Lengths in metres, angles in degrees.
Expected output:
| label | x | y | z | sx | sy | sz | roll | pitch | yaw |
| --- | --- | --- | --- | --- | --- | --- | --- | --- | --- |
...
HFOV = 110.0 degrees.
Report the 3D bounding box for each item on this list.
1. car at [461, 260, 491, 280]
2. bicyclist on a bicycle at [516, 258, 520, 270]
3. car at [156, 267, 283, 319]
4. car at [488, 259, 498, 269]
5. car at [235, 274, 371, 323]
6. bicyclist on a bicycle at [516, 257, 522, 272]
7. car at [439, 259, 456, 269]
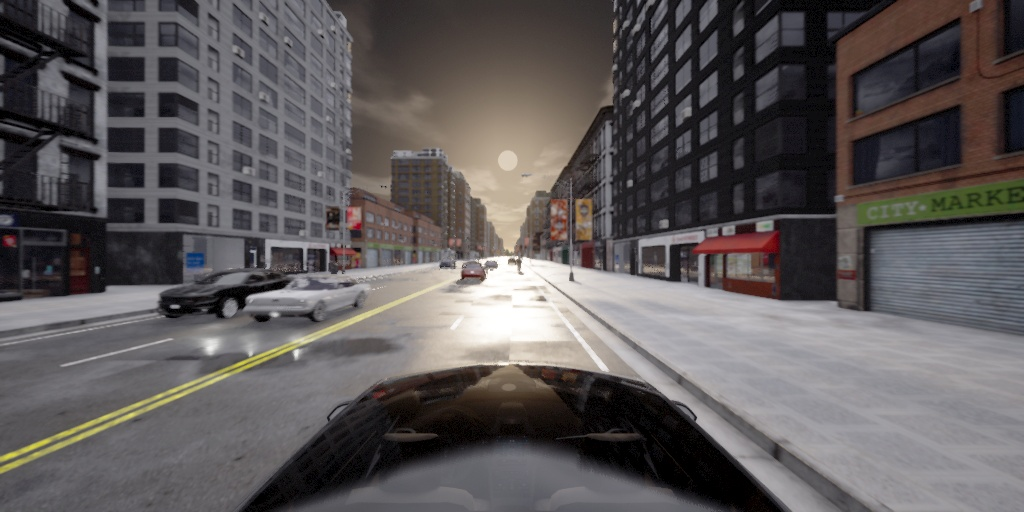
| label | x | y | z | sx | sy | sz | roll | pitch | yaw |
| --- | --- | --- | --- | --- | --- | --- | --- | --- | --- |
| car | -3.150 | 1.253 | 30.585 | 1.994 | 1.385 | 4.181 | 0 | 0 | 0 |
| bicyclist on a bicycle | 0.894 | 1.098 | 51.276 | 0.582 | 1.620 | 1.656 | 0 | 0 | 0 |
| car | -9.849 | 1.203 | 12.972 | 1.882 | 1.535 | 5.008 | 0 | 0 | 0 |
| car | -3.151 | 1.202 | 54.528 | 1.994 | 1.385 | 4.181 | 0 | 0 | 0 |
| car | -6.599 | 1.328 | 12.200 | 1.895 | 1.301 | 4.718 | 0 | 0 | 0 |
| bicyclist on a bicycle | 0.895 | 1.036 | 42.223 | 0.659 | 1.776 | 1.843 | 0 | 0 | 0 |
| car | -9.797 | 1.184 | 54.995 | 2.033 | 1.411 | 5.357 | 0 | 0 | 1 |
